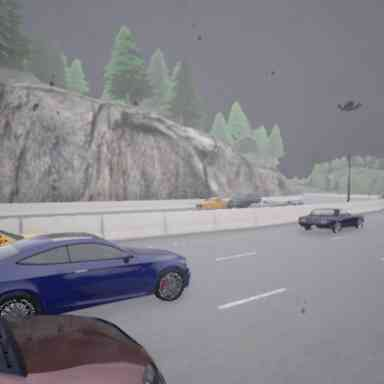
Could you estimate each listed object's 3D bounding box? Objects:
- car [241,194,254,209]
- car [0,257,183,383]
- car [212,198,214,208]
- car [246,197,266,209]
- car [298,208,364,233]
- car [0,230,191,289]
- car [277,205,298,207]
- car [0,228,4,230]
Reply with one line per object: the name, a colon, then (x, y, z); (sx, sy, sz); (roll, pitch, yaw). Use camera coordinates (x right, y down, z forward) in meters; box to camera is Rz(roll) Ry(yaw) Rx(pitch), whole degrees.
car: (6.830, 1.234, 42.412); (2.150, 2.045, 5.566); (0, 0, 44)
car: (-2.218, 1.572, 2.282); (4.181, 1.385, 1.994); (0, 0, -36)
car: (2.660, 1.495, 43.220); (5.008, 1.535, 1.882); (0, 0, -45)
car: (8.837, 1.601, 39.474); (1.895, 1.301, 4.718); (0, 0, 45)
car: (8.297, 1.592, 19.527); (4.718, 1.301, 1.895); (0, 0, -41)
car: (-2.203, 1.536, 6.600); (4.674, 1.442, 1.812); (0, 0, -36)
car: (10.917, 1.595, 36.612); (4.718, 1.301, 1.895); (0, 0, -45)
car: (-5.664, 1.497, 8.408); (5.008, 1.535, 1.882); (0, 0, -36)
